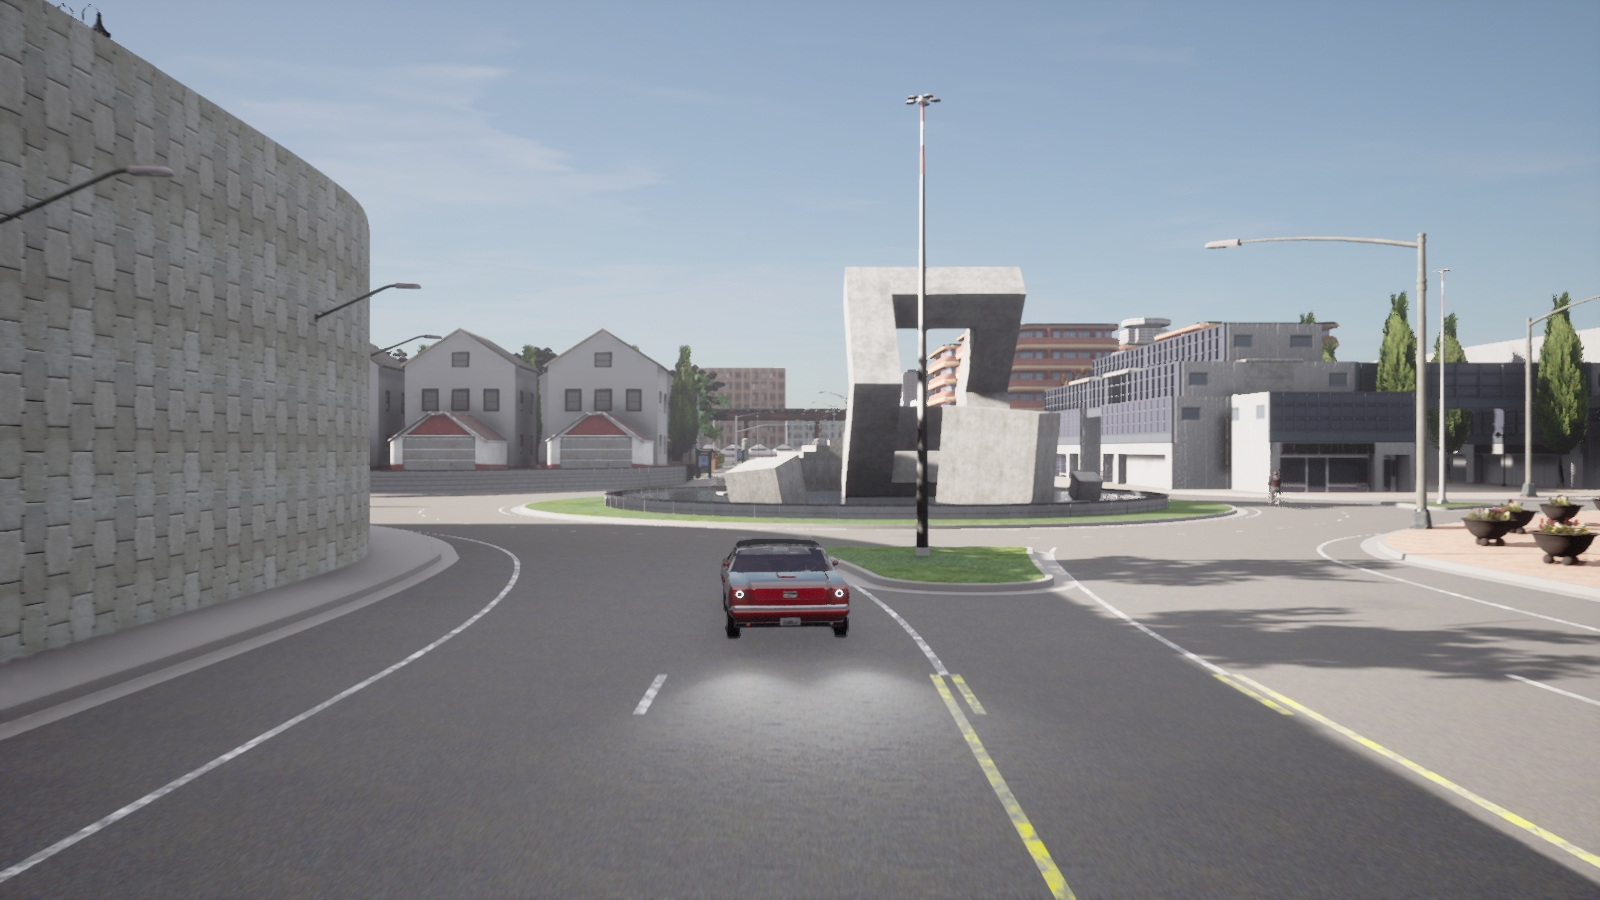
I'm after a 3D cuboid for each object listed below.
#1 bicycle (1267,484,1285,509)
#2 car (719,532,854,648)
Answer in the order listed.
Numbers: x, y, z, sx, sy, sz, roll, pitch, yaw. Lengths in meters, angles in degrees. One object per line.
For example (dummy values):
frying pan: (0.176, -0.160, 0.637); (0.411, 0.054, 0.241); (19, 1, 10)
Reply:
bicycle: (23.128, 2.233, 55.566); (0.329, 1.126, 1.835); (-3, 0, 8)
car: (-0.355, 2.155, 18.654); (1.895, 1.301, 4.718); (0, 0, -5)
